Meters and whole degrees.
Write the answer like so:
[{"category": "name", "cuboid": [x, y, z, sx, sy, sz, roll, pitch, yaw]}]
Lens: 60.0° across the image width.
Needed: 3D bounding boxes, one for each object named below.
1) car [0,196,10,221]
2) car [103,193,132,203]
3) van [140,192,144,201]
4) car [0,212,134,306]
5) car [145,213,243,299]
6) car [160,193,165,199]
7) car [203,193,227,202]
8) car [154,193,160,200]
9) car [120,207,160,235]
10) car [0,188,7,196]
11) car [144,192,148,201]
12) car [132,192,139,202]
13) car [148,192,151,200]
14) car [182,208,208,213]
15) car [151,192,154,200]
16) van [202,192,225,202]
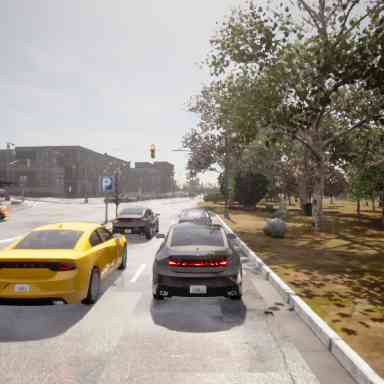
[{"category": "car", "cuboid": [-16.623, 1.404, 25.512, 4.553, 1.767, 2.185, -1, 0, -19]}, {"category": "car", "cuboid": [-14.434, 1.359, 63.318, 4.792, 1.488, 2.163, -1, 0, -15]}, {"category": "van", "cuboid": [-13.228, 1.094, 72.302, 4.442, 1.987, 1.878, -1, 0, -14]}, {"category": "car", "cuboid": [-2.891, 1.487, 8.152, 1.882, 1.535, 5.008, 0, 0, 0]}, {"category": "car", "cuboid": [0.110, 1.514, 8.434, 1.837, 1.490, 4.892, 0, 0, 0]}, {"category": "car", "cuboid": [-10.987, 1.066, 90.258, 5.566, 2.045, 2.435, -1, 0, -12]}, {"category": "car", "cuboid": [4.678, 1.142, 68.879, 4.553, 1.767, 2.185, 1, 0, -14]}, {"category": "car", "cuboid": [-11.438, 1.358, 87.252, 4.674, 1.452, 2.002, -1, 0, -12]}, {"category": "car", "cuboid": [-2.848, 1.529, 17.444, 1.837, 1.490, 4.892, 0, 0, 1]}, {"category": "car", "cuboid": [-31.156, 0.138, 54.189, 2.002, 1.452, 4.674, 6, -3, -19]}, {"category": "car", "cuboid": [-13.000, 1.322, 75.273, 4.892, 1.521, 2.231, -1, 0, -14]}, {"category": "car", "cuboid": [-13.788, 1.316, 66.310, 5.366, 1.575, 1.946, -1, 0, -15]}, {"category": "car", "cuboid": [-12.627, 1.360, 78.268, 4.674, 1.452, 2.002, -1, 0, -13]}, {"category": "car", "cuboid": [0.159, 1.572, 18.136, 2.033, 1.411, 5.357, 0, 0, 1]}, {"category": "car", "cuboid": [-12.254, 1.360, 81.270, 4.674, 1.452, 2.002, -1, 0, -13]}, {"category": "van", "cuboid": [4.294, 1.043, 65.910, 4.442, 1.987, 1.878, 1, 0, -14]}]
